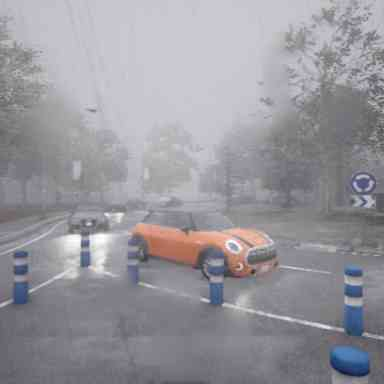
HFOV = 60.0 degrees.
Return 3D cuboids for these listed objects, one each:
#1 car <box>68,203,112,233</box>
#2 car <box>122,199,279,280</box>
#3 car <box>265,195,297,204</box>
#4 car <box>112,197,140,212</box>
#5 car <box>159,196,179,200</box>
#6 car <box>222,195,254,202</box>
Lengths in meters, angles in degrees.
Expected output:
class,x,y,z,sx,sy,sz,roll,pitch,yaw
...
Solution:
class,x,y,z,sx,sy,sz,roll,pitch,yaw
car,-5.769,1.391,18.484,1.994,1.385,4.181,0,1,-19
car,0.212,1.267,9.732,4.553,1.767,2.097,1,1,45
car,12.116,1.081,45.372,4.181,1.385,1.994,0,1,-9
car,-6.420,1.206,33.017,2.033,1.411,5.357,0,1,17
car,-2.493,1.161,34.225,1.812,1.442,4.674,0,1,26
car,6.516,0.991,47.030,4.674,1.442,1.812,0,0,-21
